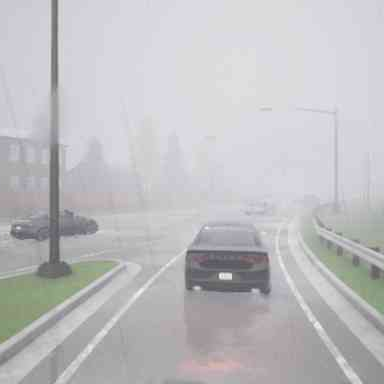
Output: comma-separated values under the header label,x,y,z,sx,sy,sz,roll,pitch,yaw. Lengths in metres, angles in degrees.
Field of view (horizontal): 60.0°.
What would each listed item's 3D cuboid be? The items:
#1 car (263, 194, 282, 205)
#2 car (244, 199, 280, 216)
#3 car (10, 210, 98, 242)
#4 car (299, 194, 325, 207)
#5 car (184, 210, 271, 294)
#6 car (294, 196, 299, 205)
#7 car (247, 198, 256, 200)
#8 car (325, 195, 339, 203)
label,x,y,z,sx,sy,sz,roll,pitch,yaw
car,14.286,1.382,59.229,2.150,2.045,5.566,0,0,31
car,6.858,1.690,32.951,1.895,1.301,4.718,0,0,31
car,-6.794,1.608,16.781,1.994,1.385,4.181,0,0,31
car,19.830,1.370,54.854,2.150,2.045,5.566,0,0,31
car,1.012,1.502,8.993,1.882,1.535,5.008,0,0,8
car,20.748,1.650,63.270,1.882,1.535,5.008,0,0,31
car,11.036,1.728,60.608,1.994,1.385,4.181,0,0,31
car,32.208,1.564,75.946,2.097,1.767,4.553,0,0,31
